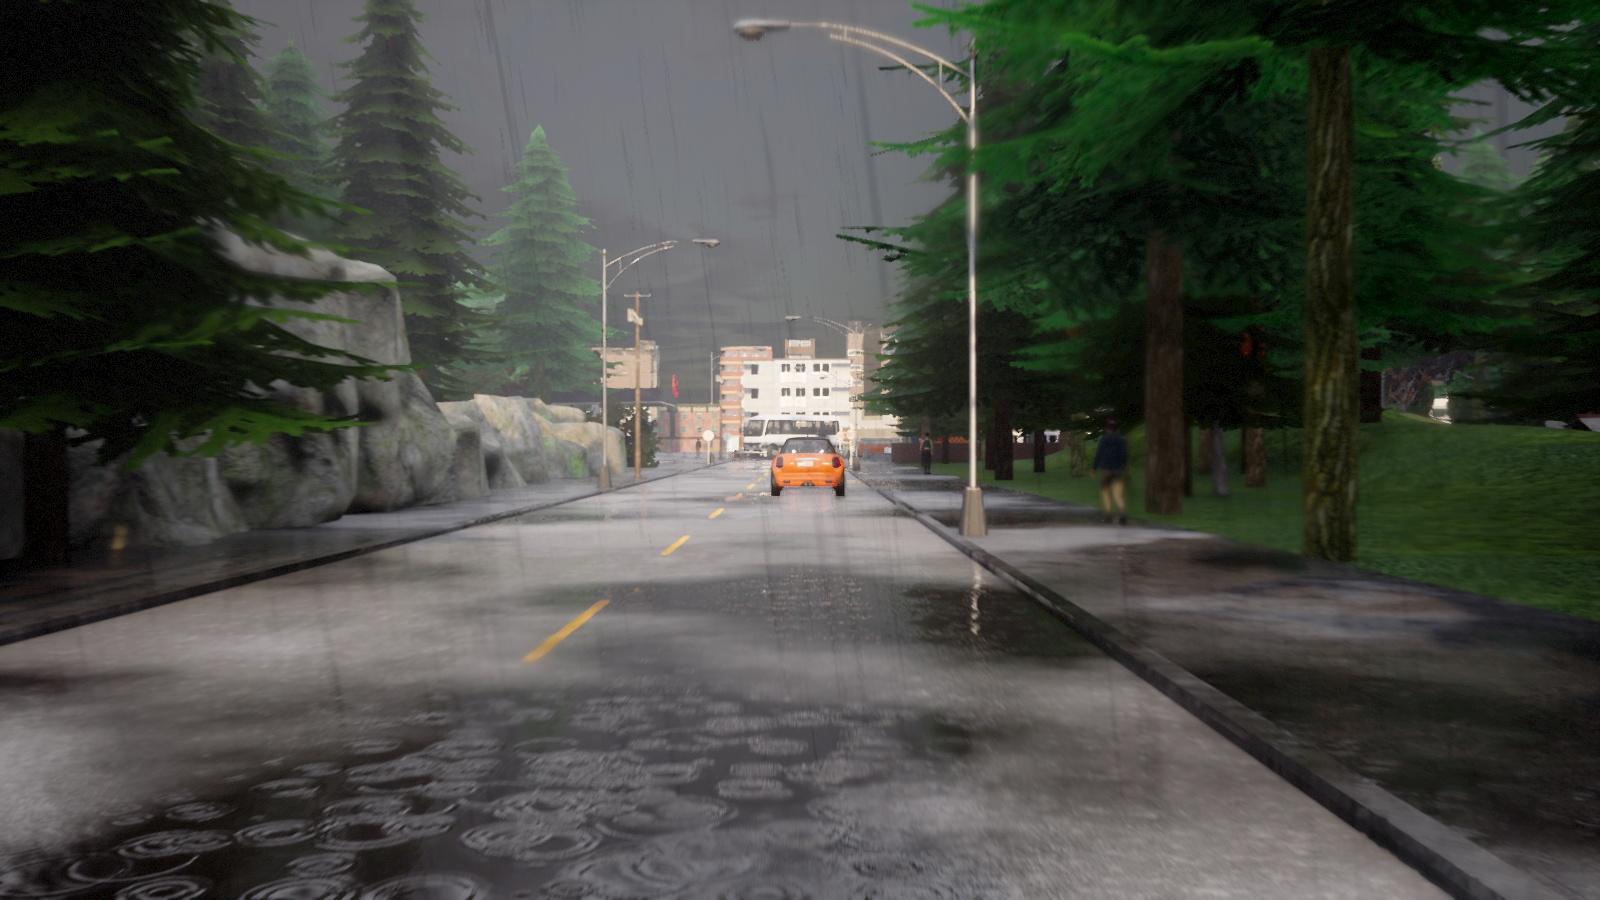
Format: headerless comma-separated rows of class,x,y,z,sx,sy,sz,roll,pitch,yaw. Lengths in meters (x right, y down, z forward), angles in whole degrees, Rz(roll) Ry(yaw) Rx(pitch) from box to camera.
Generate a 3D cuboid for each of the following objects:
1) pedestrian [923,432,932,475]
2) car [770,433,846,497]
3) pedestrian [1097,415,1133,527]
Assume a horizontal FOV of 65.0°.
pedestrian,5.485,0.155,53.917,0.345,1.836,0.594,0,0,3
car,0.229,0.395,36.972,2.097,1.767,4.553,0,0,0
pedestrian,5.281,0.341,21.066,0.402,1.842,0.726,0,0,-2
